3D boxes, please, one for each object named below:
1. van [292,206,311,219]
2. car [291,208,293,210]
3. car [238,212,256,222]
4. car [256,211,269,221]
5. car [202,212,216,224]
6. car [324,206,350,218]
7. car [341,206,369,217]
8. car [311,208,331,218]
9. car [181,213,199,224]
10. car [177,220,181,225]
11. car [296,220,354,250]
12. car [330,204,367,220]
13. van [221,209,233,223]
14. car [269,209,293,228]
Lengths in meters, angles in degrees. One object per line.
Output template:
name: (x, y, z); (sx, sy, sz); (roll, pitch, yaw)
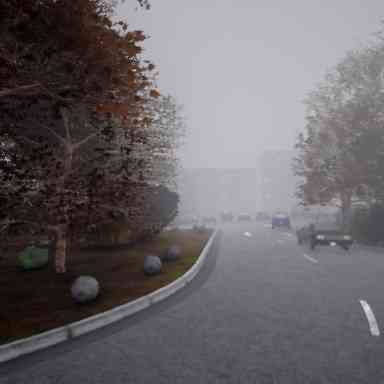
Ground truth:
van: (16.716, 3.170, 52.246); (1.878, 1.987, 4.442); (-3, -2, 5)
car: (13.933, 3.578, 52.387); (2.163, 1.488, 4.792); (-3, -2, 5)
car: (8.352, 3.862, 52.843); (2.097, 1.535, 5.008); (-3, -2, 5)
car: (11.144, 3.735, 52.626); (2.163, 1.488, 4.792); (-3, -2, 5)
car: (2.765, 4.049, 53.291); (2.185, 1.767, 4.553); (-3, -2, 5)
car: (22.278, 3.067, 51.456); (1.946, 1.575, 5.366); (-3, -2, 5)
car: (25.081, 2.922, 51.407); (2.097, 1.535, 5.008); (-3, -2, 5)
car: (19.505, 3.262, 51.850); (2.163, 1.488, 4.792); (-3, -2, 5)
car: (-0.018, 4.208, 53.593); (2.185, 1.767, 4.553); (-3, -2, 5)
car: (-2.807, 4.365, 53.832); (2.185, 1.767, 4.553); (-3, -2, 5)
car: (7.009, 2.327, 18.123); (1.895, 1.301, 4.718); (0, -3, 6)
car: (18.713, 2.459, 38.869); (2.435, 2.045, 5.566); (-3, -2, 5)
van: (5.562, 3.798, 53.203); (1.878, 1.987, 4.442); (-3, -2, 5)
car: (9.805, 3.085, 36.534); (1.882, 1.535, 5.008); (-2, -1, 15)
